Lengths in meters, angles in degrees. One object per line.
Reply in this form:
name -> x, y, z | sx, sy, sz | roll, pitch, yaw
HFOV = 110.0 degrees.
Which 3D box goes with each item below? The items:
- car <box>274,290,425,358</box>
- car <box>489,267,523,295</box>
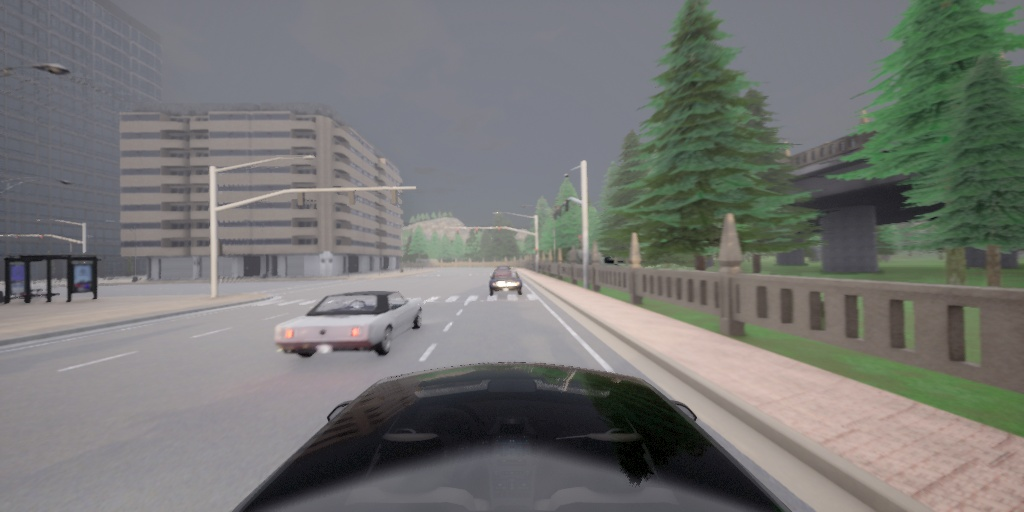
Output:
car -> -3.577, 1.502, 9.012 | 1.895, 1.301, 4.718 | -1, -1, -1
car -> -0.401, 1.571, 21.757 | 1.895, 1.301, 4.718 | -1, -1, -2
